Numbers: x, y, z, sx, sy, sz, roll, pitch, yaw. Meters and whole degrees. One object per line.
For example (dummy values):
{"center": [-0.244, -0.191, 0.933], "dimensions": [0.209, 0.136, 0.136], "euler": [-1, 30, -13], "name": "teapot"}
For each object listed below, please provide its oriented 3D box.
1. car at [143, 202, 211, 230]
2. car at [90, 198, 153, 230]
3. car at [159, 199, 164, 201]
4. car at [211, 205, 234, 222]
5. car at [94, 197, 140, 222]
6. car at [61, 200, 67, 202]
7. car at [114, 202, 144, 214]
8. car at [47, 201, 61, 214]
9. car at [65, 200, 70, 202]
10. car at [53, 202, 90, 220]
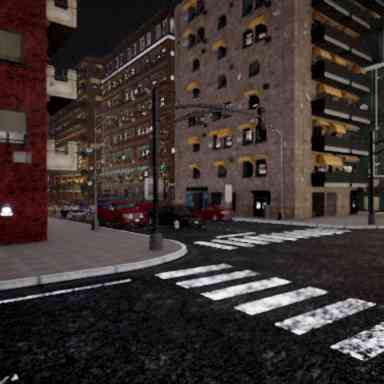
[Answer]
{"center": [-1.190, 1.682, 23.138], "dimensions": [1.882, 1.535, 5.008], "euler": [0, -1, -37], "name": "car"}
{"center": [-5.099, 1.564, 23.802], "dimensions": [2.192, 1.841, 5.009], "euler": [-1, 0, -37], "name": "car"}
{"center": [-4.784, 1.677, 37.871], "dimensions": [2.192, 1.841, 5.009], "euler": [-1, 0, -37], "name": "car"}
{"center": [1.866, 1.803, 28.935], "dimensions": [1.802, 1.307, 4.206], "euler": [-1, 0, -37], "name": "car"}
{"center": [-7.167, 1.552, 31.179], "dimensions": [2.150, 2.045, 5.566], "euler": [0, -1, -36], "name": "car"}
{"center": [-24.803, 2.229, 64.613], "dimensions": [1.967, 1.590, 4.097], "euler": [-1, 0, -37], "name": "car"}
{"center": [-8.101, 1.983, 42.339], "dimensions": [2.008, 1.369, 4.403], "euler": [-1, 0, -37], "name": "car"}
{"center": [-18.281, 2.054, 41.537], "dimensions": [1.752, 1.417, 4.829], "euler": [-1, 0, -37], "name": "car"}
{"center": [-13.227, 1.985, 39.341], "dimensions": [1.812, 1.442, 4.674], "euler": [0, -1, -36], "name": "car"}
{"center": [-11.738, 1.941, 32.737], "dimensions": [2.008, 1.369, 4.403], "euler": [-1, 0, -37], "name": "car"}
